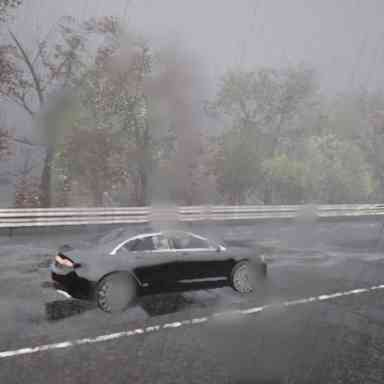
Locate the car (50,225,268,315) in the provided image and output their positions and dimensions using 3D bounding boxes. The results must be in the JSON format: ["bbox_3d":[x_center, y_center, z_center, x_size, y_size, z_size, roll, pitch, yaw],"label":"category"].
[{"bbox_3d":[-0.531,1.506,7.495,4.902,1.511,2.128,1,0,-26],"label":"car"}]
